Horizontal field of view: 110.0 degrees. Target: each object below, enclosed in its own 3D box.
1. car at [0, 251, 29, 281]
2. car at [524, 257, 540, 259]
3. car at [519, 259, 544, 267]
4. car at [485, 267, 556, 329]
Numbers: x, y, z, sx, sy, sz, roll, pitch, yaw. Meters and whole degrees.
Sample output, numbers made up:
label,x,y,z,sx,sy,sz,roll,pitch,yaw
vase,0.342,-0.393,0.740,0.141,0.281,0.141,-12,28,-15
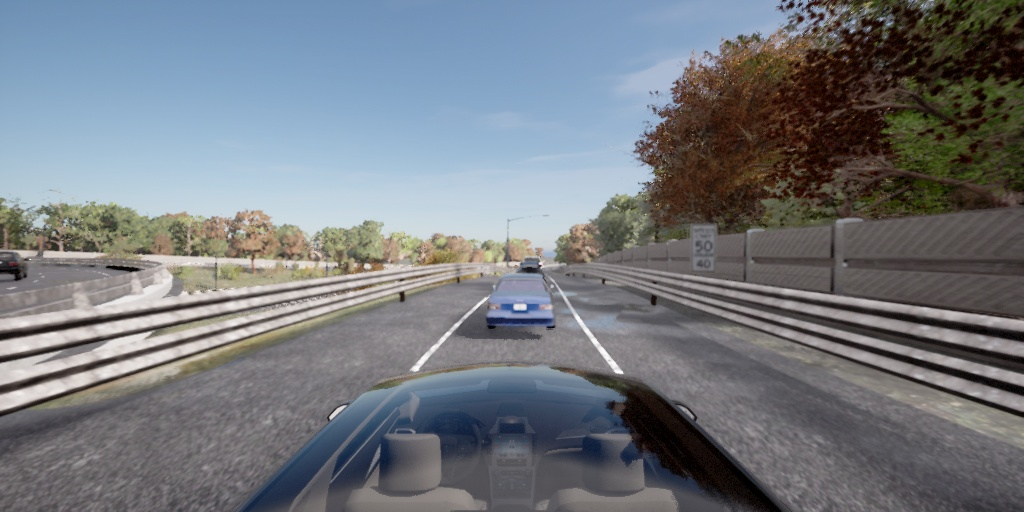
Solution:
label,x,y,z,sx,sy,sz,roll,pitch,yaw
car,-36.496,0.718,25.544,5.566,2.045,2.150,-1,0,40
car,2.073,1.142,36.515,2.150,2.045,5.566,0,-2,4
car,1.246,1.169,24.890,1.837,1.490,4.892,0,-1,4
car,0.321,1.221,10.889,2.033,1.411,5.357,0,0,3
